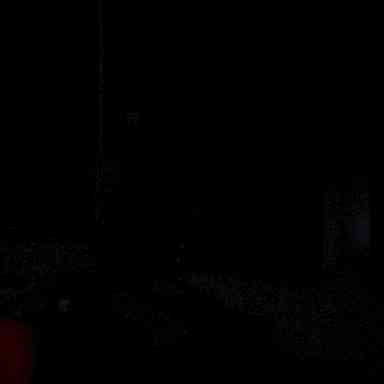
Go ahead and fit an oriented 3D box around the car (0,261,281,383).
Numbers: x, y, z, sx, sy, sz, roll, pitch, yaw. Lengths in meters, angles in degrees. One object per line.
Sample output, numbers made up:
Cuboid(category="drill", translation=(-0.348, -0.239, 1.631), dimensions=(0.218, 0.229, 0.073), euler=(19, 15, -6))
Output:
Cuboid(category="car", translation=(-1.249, 1.575, 3.972), dimensions=(4.507, 1.381, 1.887), euler=(-1, 0, 36))
